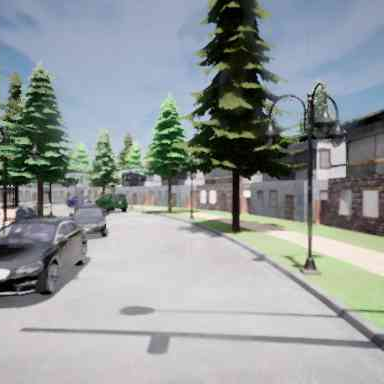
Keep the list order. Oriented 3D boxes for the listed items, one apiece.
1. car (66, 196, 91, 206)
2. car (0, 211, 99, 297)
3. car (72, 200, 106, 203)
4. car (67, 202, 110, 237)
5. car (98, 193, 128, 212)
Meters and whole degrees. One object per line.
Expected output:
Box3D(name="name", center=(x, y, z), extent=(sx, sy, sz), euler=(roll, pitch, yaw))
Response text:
Box3D(name="car", center=(-15.601, 1.288, 45.945), extent=(2.097, 1.767, 4.553), euler=(0, 0, -43))
Box3D(name="car", center=(-4.044, 1.478, 8.665), extent=(2.128, 1.511, 4.902), euler=(0, 0, -5))
Box3D(name="car", center=(-8.601, 1.564, 27.526), extent=(1.895, 1.301, 4.718), euler=(0, 0, -22))
Box3D(name="car", center=(-5.498, 1.501, 17.888), extent=(1.812, 1.442, 4.674), euler=(0, 0, -14))
Box3D(name="car", center=(-8.936, 1.174, 36.662), extent=(2.150, 2.045, 5.566), euler=(0, 0, -34))
